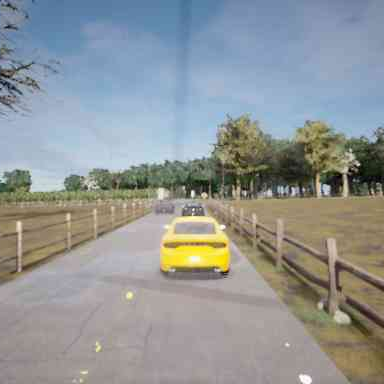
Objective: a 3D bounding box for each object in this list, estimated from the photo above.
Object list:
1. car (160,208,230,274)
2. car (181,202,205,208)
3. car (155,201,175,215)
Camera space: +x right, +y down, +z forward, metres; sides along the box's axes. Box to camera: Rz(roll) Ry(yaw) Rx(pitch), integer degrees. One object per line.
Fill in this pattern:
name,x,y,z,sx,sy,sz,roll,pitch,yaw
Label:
car,0.084,1.522,10.754,1.882,1.535,5.008,0,0,0
car,0.093,1.613,29.737,2.128,1.511,4.902,0,0,0
car,-2.839,1.712,35.853,1.994,1.385,4.181,0,0,0
